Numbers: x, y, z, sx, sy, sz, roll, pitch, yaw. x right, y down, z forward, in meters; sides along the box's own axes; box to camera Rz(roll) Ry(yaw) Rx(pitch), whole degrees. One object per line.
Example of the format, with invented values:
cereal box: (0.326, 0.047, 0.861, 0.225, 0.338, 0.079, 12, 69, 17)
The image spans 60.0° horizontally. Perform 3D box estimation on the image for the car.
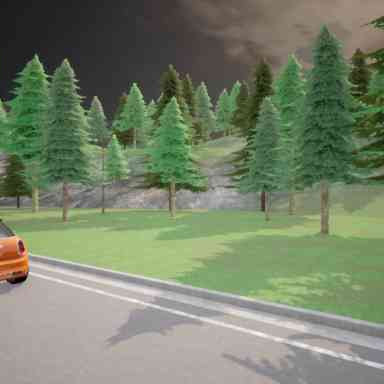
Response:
car: (-6.136, 1.352, 8.342, 4.553, 1.767, 2.097, 0, 0, 35)
